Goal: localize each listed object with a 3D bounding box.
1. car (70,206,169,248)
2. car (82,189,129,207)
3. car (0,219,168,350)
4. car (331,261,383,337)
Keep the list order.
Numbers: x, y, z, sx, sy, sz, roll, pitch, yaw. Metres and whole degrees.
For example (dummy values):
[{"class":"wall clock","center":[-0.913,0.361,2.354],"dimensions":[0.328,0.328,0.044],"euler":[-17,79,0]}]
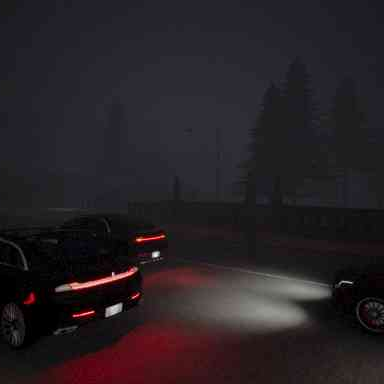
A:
[{"class":"car","center":[-2.925,1.386,10.348],"dimensions":[4.892,1.490,1.837],"euler":[1,1,36]},{"class":"car","center":[-9.589,0.689,37.450],"dimensions":[2.150,2.045,5.566],"euler":[1,1,38]},{"class":"car","center":[-3.069,1.413,6.140],"dimensions":[4.902,1.511,2.128],"euler":[1,1,36]},{"class":"car","center":[4.614,1.525,4.994],"dimensions":[4.674,1.442,1.812],"euler":[0,0,36]}]
